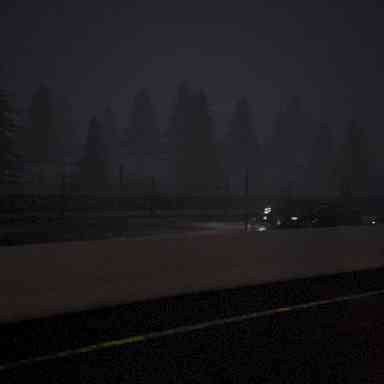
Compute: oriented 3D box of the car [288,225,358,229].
[{"bbox_3d":[6.705,1.311,17.755,4.902,1.511,2.128,1,1,-20],"label":"car"}]
